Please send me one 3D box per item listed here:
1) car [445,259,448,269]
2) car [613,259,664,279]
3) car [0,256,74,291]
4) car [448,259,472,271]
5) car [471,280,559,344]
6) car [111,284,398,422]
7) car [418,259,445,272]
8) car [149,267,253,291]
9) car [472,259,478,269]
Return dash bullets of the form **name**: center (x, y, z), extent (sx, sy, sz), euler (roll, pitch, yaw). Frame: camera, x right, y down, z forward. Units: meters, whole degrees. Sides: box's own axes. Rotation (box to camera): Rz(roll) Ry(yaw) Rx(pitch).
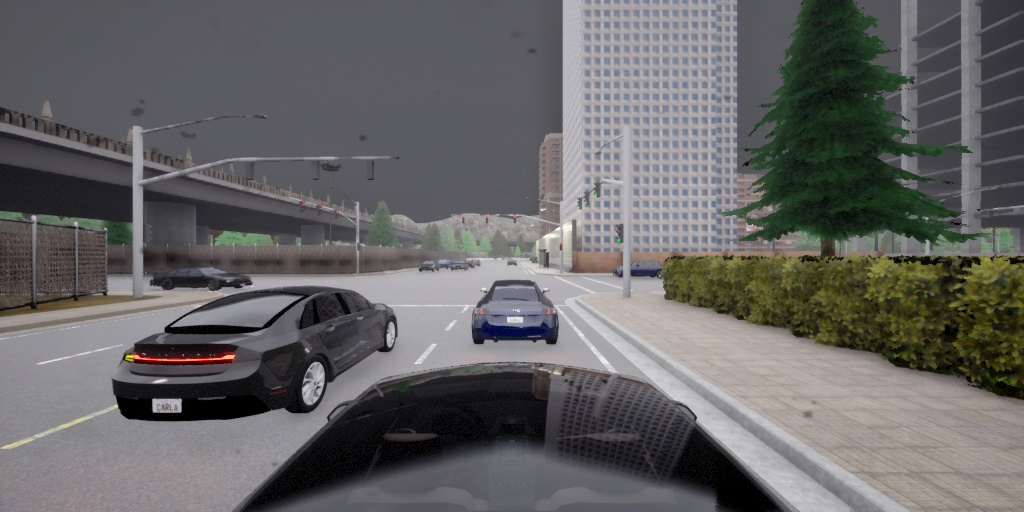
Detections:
- **car**: center (-10.599, 1.228, 55.881), extent (1.882, 1.535, 5.008), euler (0, 0, 0)
- **car**: center (11.637, 1.157, 32.856), extent (4.553, 1.767, 2.097), euler (0, 0, 0)
- **car**: center (-30.634, 1.026, 22.059), extent (5.566, 2.045, 2.150), euler (0, 0, 0)
- **car**: center (-7.095, 1.314, 49.184), extent (1.994, 1.385, 4.181), euler (0, 0, 0)
- **car**: center (0.077, 1.314, 9.564), extent (1.994, 1.385, 4.181), euler (0, 0, 0)
- **car**: center (-3.441, 1.255, 6.020), extent (1.837, 1.490, 4.892), euler (0, 0, 0)
- **car**: center (-10.602, 1.297, 46.431), extent (2.033, 1.411, 5.357), euler (0, 0, 0)
- **car**: center (-18.819, 1.353, 21.764), extent (5.357, 1.411, 2.033), euler (0, 0, 5)
- **car**: center (-7.094, 1.351, 57.938), extent (1.895, 1.301, 4.718), euler (0, 0, 0)
